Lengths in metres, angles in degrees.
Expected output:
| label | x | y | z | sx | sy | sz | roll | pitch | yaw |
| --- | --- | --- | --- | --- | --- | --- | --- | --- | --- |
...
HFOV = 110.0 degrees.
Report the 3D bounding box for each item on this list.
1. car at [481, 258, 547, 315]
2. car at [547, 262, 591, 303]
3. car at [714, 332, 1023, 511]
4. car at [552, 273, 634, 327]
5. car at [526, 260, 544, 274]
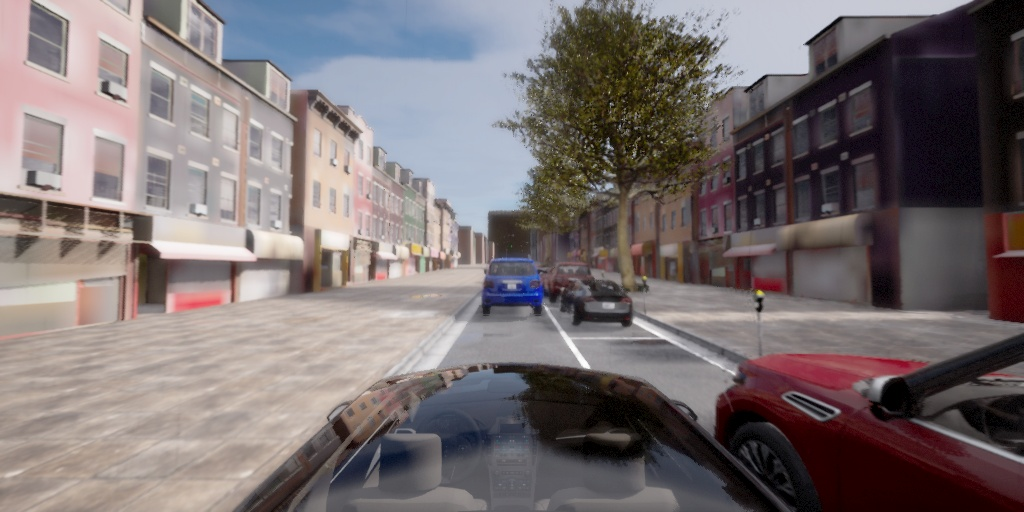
| label | x | y | z | sx | sy | sz | roll | pitch | yaw |
| --- | --- | --- | --- | --- | --- | --- | --- | --- | --- |
| car | 0.008 | 1.102 | 14.429 | 2.150 | 2.045 | 5.566 | 0 | 0 | 0 |
| car | 2.639 | 1.217 | 17.501 | 2.192 | 1.841 | 5.009 | 0 | 0 | 0 |
| car | 2.640 | 1.055 | 0.826 | 2.192 | 1.841 | 5.009 | 0 | 0 | 0 |
| car | 2.640 | 1.420 | 11.942 | 1.948 | 1.339 | 4.313 | 0 | 0 | 0 |
| car | 2.985 | 1.420 | 47.352 | 2.097 | 1.767 | 4.553 | 0 | 0 | 0 |
